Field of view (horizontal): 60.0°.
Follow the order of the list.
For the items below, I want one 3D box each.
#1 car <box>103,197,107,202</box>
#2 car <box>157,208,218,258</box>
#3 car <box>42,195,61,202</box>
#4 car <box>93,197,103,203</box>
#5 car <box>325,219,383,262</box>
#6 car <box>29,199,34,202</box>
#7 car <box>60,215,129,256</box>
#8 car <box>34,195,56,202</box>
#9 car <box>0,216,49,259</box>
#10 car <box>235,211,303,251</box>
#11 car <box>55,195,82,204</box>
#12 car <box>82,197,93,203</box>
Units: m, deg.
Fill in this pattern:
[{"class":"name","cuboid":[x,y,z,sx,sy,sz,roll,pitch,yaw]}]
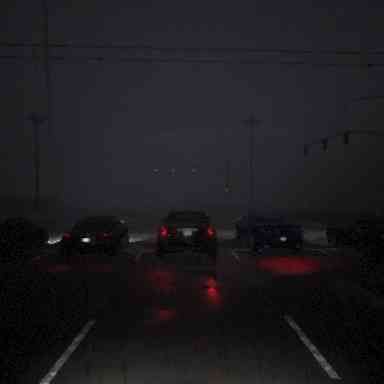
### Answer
[{"class":"car","cuboid":[-24.639,1.949,87.861,5.008,1.535,1.882,0,0,32]},{"class":"car","cuboid":[-0.256,1.422,13.234,2.097,1.767,4.553,0,0,-3]},{"class":"car","cuboid":[-36.358,1.753,86.104,4.553,1.767,2.097,0,0,21]},{"class":"car","cuboid":[-25.803,1.978,84.445,4.902,1.511,2.128,0,0,32]},{"class":"car","cuboid":[6.808,1.668,12.390,1.895,1.301,4.718,0,0,-2]},{"class":"car","cuboid":[-38.156,1.986,83.045,4.718,1.301,1.895,0,0,18]},{"class":"car","cuboid":[-3.766,1.637,13.476,1.994,1.385,4.181,0,0,-3]},{"class":"car","cuboid":[-33.243,1.637,76.763,5.566,2.045,2.150,0,0,32]},{"class":"car","cuboid":[-7.237,1.635,12.956,1.994,1.385,4.181,0,0,-3]},{"class":"car","cuboid":[3.174,1.556,14.577,1.882,1.535,5.008,0,0,-3]},{"class":"car","cuboid":[-29.049,1.959,78.197,5.357,1.411,2.033,0,0,35]},{"class":"car","cuboid":[-27.177,1.913,81.167,5.008,1.535,1.882,0,0,35]}]
